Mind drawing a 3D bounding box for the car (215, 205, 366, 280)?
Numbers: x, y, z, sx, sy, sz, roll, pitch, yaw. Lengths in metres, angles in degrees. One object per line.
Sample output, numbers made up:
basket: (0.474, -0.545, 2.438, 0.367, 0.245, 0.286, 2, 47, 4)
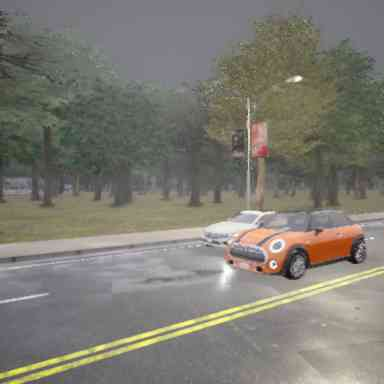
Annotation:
car: (3.178, 1.313, 9.951, 4.553, 1.767, 2.097, 0, 0, -36)

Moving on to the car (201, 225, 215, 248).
car: (2.533, 1.480, 13.487, 4.674, 1.442, 1.812, 0, 0, -36)
